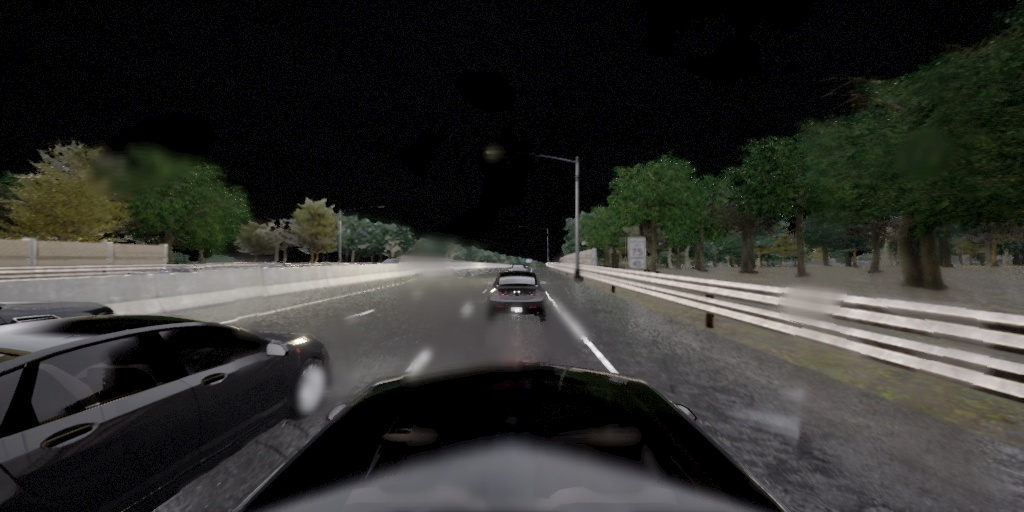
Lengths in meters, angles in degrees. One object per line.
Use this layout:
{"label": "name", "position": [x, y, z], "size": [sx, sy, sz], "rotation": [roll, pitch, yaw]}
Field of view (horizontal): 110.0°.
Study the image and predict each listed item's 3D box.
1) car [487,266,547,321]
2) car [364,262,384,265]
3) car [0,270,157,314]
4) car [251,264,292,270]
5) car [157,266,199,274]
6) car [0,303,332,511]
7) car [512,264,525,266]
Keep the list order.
{"label": "car", "position": [0.170, 1.281, 12.561], "size": [1.837, 1.490, 4.892], "rotation": [0, 0, 1]}
{"label": "car", "position": [-20.046, 1.665, 50.054], "size": [1.994, 1.385, 4.181], "rotation": [0, -1, 3]}
{"label": "car", "position": [-6.890, 0.971, 3.048], "size": [2.150, 2.045, 5.566], "rotation": [0, 0, 0]}
{"label": "car", "position": [-17.331, 1.338, 25.602], "size": [2.128, 1.511, 4.902], "rotation": [0, 0, 1]}
{"label": "car", "position": [-24.332, 1.435, 25.587], "size": [1.895, 1.301, 4.718], "rotation": [1, 0, 1]}
{"label": "car", "position": [-3.387, 1.255, 2.980], "size": [1.837, 1.490, 4.892], "rotation": [0, 0, 0]}
{"label": "car", "position": [0.668, 1.501, 37.046], "size": [1.994, 1.385, 4.181], "rotation": [0, -1, 2]}
